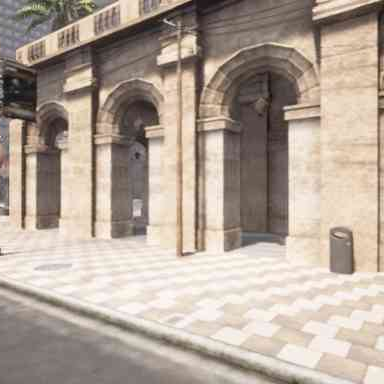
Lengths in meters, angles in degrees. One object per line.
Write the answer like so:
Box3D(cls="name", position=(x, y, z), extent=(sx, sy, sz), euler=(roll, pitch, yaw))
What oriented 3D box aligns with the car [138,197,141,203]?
Box3D(cls="car", position=(-9.295, 1.344, 70.533), extent=(2.185, 1.767, 4.553), euler=(0, 0, 35))
